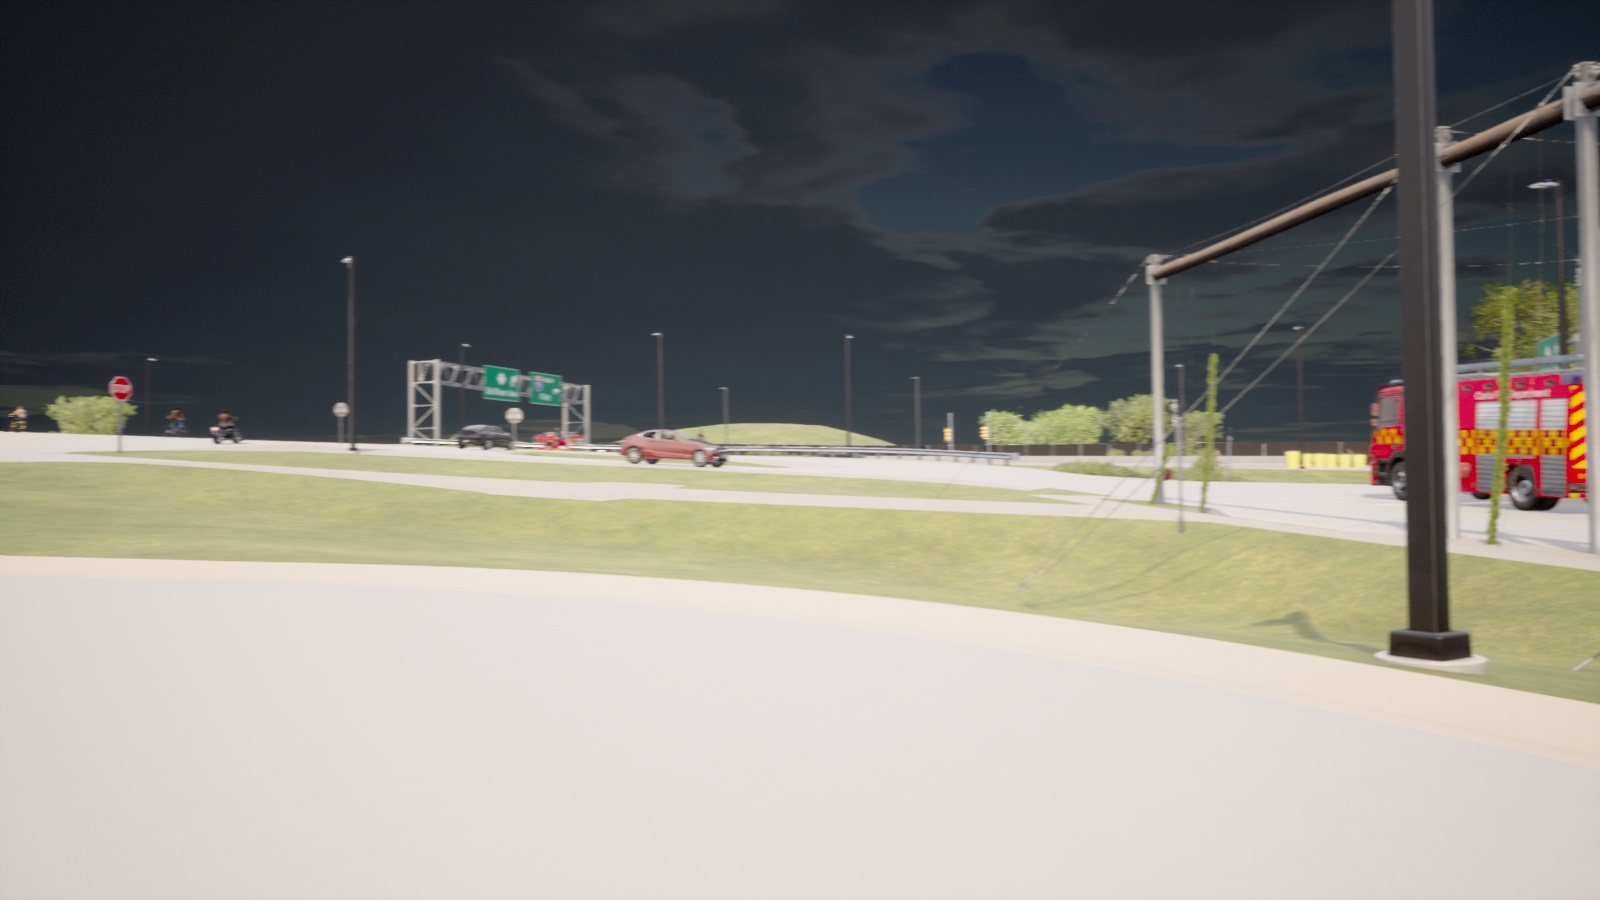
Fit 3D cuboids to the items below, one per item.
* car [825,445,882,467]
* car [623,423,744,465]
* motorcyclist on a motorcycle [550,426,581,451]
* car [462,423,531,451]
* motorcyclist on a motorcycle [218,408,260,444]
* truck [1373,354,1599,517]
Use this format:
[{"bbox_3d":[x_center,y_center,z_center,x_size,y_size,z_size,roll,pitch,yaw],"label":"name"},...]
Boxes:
[{"bbox_3d":[3.818,0.449,89.489,3.705,1.549,1.789,0,-1,19],"label":"car"},{"bbox_3d":[-5.329,-0.262,57.435,5.027,1.651,2.152,3,0,20],"label":"car"},{"bbox_3d":[-16.108,-0.774,86.268,1.817,1.590,0.866,2,1,-34],"label":"motorcyclist on a motorcycle"},{"bbox_3d":[-18.199,-0.773,75.590,1.837,1.490,4.892,3,0,16],"label":"car"},{"bbox_3d":[-25.790,-1.112,57.771,0.766,1.649,2.350,1,1,4],"label":"motorcyclist on a motorcycle"},{"bbox_3d":[19.214,-0.397,33.864,2.891,3.827,8.468,-1,1,-7],"label":"truck"}]
